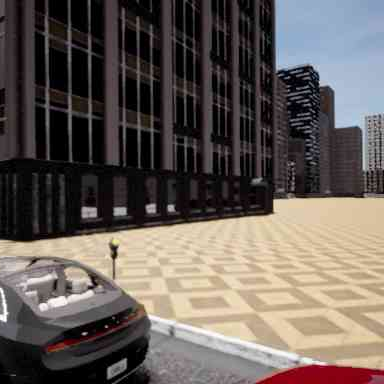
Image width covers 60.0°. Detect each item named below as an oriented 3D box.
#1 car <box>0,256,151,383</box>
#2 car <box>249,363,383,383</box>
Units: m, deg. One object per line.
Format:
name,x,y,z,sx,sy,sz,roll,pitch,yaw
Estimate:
car,-2.549,1.604,4.693,4.403,1.369,2.008,-1,-1,35
car,2.063,1.571,1.405,4.206,1.307,1.802,-1,-1,35
